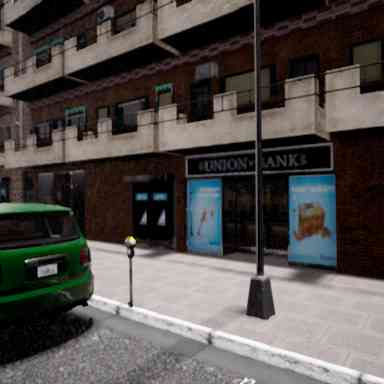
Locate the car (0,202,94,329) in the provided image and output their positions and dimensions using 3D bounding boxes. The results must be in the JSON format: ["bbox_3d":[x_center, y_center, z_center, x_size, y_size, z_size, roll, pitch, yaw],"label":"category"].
[{"bbox_3d":[-4.246,1.218,6.360,5.566,2.045,2.150,0,0,36],"label":"car"}]
